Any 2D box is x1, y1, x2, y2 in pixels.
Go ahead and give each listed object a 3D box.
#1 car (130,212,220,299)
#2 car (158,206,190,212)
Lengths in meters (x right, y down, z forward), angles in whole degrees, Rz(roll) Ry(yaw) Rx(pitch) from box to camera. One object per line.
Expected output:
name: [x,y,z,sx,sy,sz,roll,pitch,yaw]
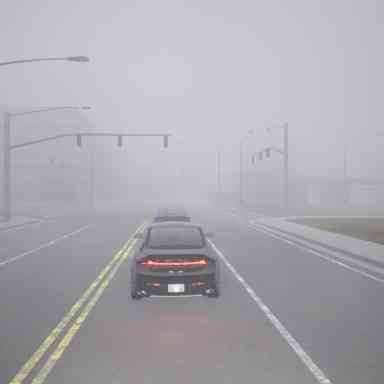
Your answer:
car: [-0.445,1.505,8.484,1.837,1.490,4.892,0,0,-4]
car: [-1.086,1.478,17.956,1.882,1.535,5.008,0,0,-4]
